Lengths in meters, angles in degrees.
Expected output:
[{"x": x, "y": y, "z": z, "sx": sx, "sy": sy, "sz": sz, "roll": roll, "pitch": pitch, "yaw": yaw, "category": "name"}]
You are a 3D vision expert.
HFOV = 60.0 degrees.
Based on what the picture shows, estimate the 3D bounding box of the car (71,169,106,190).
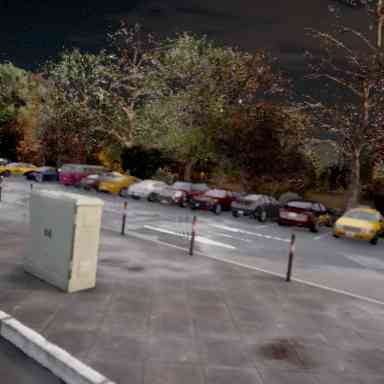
[{"x": -7.204, "y": -0.788, "z": 27.845, "sx": 2.002, "sy": 1.452, "sz": 4.674, "roll": 8, "pitch": 5, "yaw": 35, "category": "car"}]

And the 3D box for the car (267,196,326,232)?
[{"x": 6.291, "y": 1.177, "z": 18.286, "sx": 2.163, "sy": 1.488, "sz": 4.792, "roll": 8, "pitch": 5, "yaw": 35, "category": "car"}]

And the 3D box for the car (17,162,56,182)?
[{"x": -13.955, "y": -1.783, "z": 32.614, "sx": 2.163, "sy": 1.488, "sz": 4.792, "roll": 8, "pitch": 5, "yaw": 35, "category": "car"}]

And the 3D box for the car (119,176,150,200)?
[{"x": -2.710, "y": -0.130, "z": 24.650, "sx": 2.002, "sy": 1.452, "sz": 4.674, "roll": 8, "pitch": 5, "yaw": 35, "category": "car"}]

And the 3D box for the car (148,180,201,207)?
[{"x": -0.429, "y": 0.034, "z": 23.069, "sx": 2.185, "sy": 1.767, "sz": 4.553, "roll": 8, "pitch": 5, "yaw": 35, "category": "car"}]

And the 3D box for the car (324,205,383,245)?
[{"x": 8.415, "y": 1.475, "z": 16.512, "sx": 1.946, "sy": 1.575, "sz": 5.366, "roll": 8, "pitch": 5, "yaw": 35, "category": "car"}]

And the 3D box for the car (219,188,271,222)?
[{"x": 4.029, "y": 0.819, "z": 19.852, "sx": 2.231, "sy": 1.521, "sz": 4.892, "roll": 8, "pitch": 5, "yaw": 35, "category": "car"}]

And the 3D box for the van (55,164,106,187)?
[{"x": -9.355, "y": -1.380, "z": 29.521, "sx": 1.878, "sy": 1.987, "sz": 4.442, "roll": 8, "pitch": 5, "yaw": 35, "category": "van"}]

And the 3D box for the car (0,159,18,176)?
[{"x": -18.535, "y": -2.472, "z": 35.679, "sx": 1.946, "sy": 1.575, "sz": 5.366, "roll": 8, "pitch": 5, "yaw": 35, "category": "car"}]

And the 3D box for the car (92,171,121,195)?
[{"x": -4.954, "y": -0.499, "z": 26.242, "sx": 2.097, "sy": 1.535, "sz": 5.008, "roll": 8, "pitch": 5, "yaw": 35, "category": "car"}]

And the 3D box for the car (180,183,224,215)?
[{"x": 1.790, "y": 0.488, "z": 21.459, "sx": 2.097, "sy": 1.535, "sz": 5.008, "roll": 8, "pitch": 5, "yaw": 35, "category": "car"}]
